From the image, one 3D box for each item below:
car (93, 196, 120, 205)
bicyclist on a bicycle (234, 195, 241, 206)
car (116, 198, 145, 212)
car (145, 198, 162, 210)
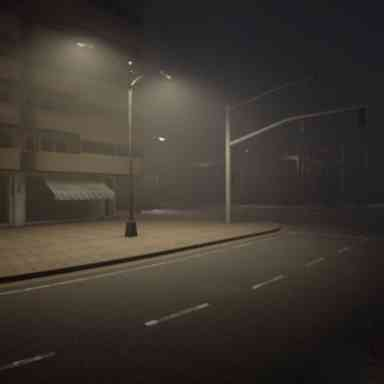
[{"bbox_3d":[-15.273,1.476,59.227,5.357,1.411,2.033,0,0,41],"label":"car"},{"bbox_3d":[6.412,1.181,46.989,0.582,1.620,1.656,0,1,41],"label":"bicyclist on a bicycle"},{"bbox_3d":[-8.322,1.455,39.234,4.902,1.511,2.128,0,0,41],"label":"car"},{"bbox_3d":[-5.666,1.510,41.568,4.181,1.385,1.994,0,0,41],"label":"car"}]
